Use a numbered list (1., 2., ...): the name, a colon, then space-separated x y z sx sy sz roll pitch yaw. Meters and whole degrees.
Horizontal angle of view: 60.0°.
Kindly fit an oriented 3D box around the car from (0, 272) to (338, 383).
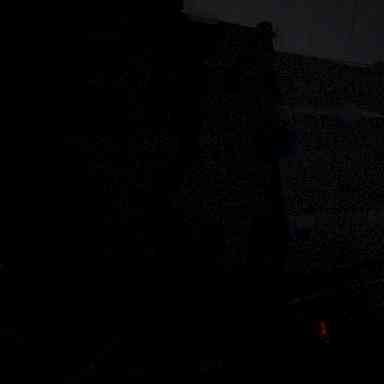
1. car: -0.546 1.562 3.123 4.181 1.385 1.994 0 0 -34
